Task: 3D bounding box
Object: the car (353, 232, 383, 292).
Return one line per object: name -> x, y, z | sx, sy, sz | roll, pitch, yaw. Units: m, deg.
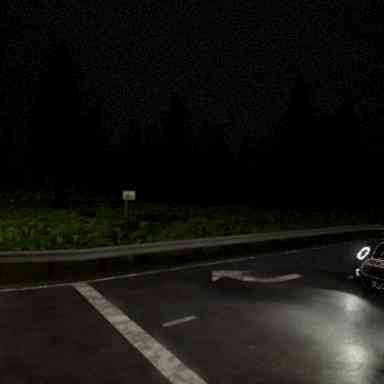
car -> 6.032, 1.458, 8.286 | 4.553, 1.767, 2.097 | 1, 0, -35
